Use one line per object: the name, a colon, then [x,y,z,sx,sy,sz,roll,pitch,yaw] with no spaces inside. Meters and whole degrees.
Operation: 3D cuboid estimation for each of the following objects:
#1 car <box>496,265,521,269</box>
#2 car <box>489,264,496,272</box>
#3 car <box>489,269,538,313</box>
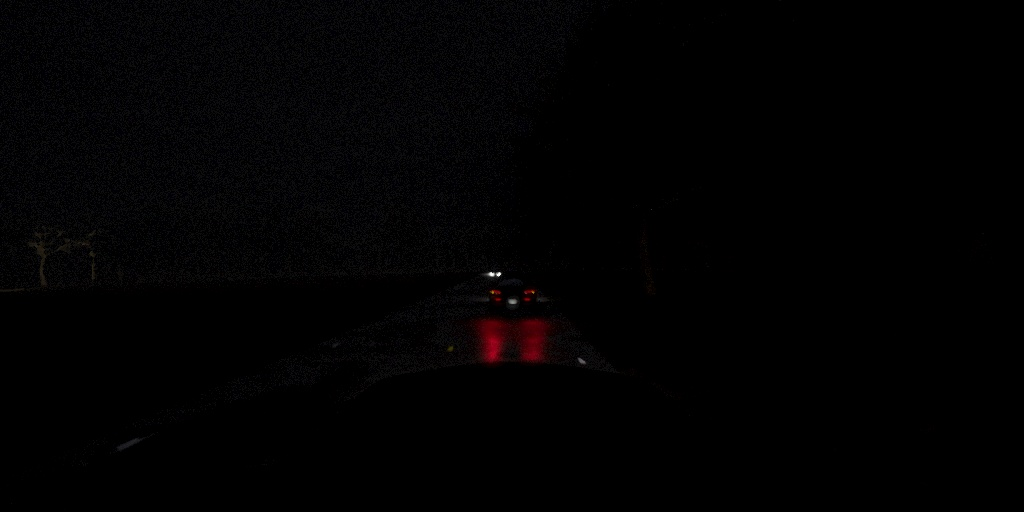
car: [0.055,1.614,29.106,2.128,1.511,4.902,0,-1,0]
car: [-2.770,2.068,60.102,2.128,1.511,4.902,0,-1,1]
car: [0.055,1.452,14.843,1.812,1.442,4.674,0,-1,1]
